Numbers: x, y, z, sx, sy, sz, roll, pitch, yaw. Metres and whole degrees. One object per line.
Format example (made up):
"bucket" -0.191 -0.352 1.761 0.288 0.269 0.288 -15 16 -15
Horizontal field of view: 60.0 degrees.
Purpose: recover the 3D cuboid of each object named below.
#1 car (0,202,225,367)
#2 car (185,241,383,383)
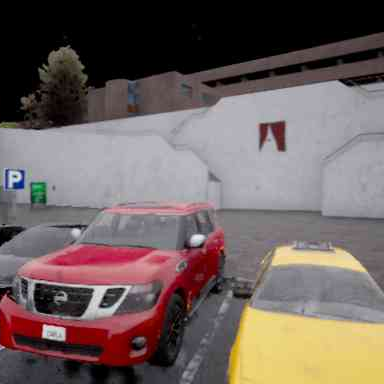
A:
"car" -0.773 1.240 6.327 2.435 2.045 5.566 0 -1 16
"car" 1.622 1.482 4.429 1.946 1.575 5.366 0 -1 16
